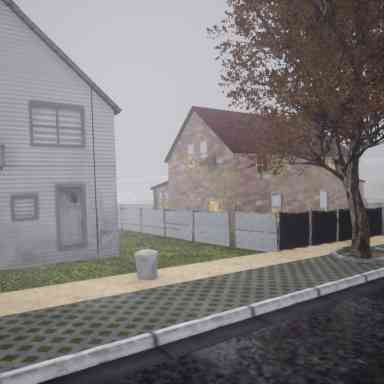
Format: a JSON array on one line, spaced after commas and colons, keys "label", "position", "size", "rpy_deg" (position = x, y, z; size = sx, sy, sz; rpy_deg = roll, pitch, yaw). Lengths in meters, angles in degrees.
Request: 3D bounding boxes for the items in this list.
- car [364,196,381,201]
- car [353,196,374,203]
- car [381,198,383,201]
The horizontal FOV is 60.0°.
[{"label": "car", "position": [31.958, 1.781, 61.280], "size": [1.882, 1.535, 5.008], "rpy_deg": [-2, 0, 1]}, {"label": "car", "position": [38.575, 1.610, 74.944], "size": [2.128, 1.511, 4.902], "rpy_deg": [-2, 0, 0]}, {"label": "car", "position": [35.246, 1.777, 65.230], "size": [1.994, 1.385, 4.181], "rpy_deg": [-2, 0, 0]}]
